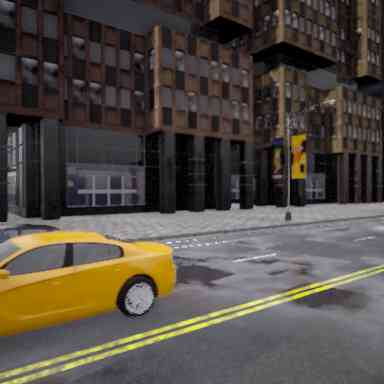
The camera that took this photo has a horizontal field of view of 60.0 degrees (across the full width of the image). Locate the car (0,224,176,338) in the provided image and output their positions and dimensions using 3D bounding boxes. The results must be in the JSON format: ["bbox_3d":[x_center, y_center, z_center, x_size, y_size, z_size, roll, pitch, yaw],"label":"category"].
[{"bbox_3d":[-2.641,1.472,5.801,5.008,1.535,1.882,0,0,-36],"label":"car"}]

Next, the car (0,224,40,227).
[{"bbox_3d":[-4.613,1.542,8.385,5.357,1.411,2.033,0,0,-36],"label":"car"}]
